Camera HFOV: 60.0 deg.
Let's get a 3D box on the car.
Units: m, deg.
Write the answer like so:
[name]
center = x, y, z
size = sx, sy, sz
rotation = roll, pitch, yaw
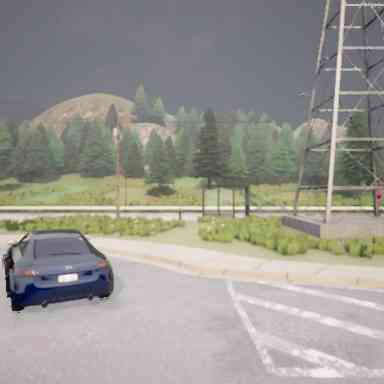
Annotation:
[car]
center = -3.324, 1.586, 7.986
size = 1.994, 1.385, 4.181
rotation = 0, 0, -30
